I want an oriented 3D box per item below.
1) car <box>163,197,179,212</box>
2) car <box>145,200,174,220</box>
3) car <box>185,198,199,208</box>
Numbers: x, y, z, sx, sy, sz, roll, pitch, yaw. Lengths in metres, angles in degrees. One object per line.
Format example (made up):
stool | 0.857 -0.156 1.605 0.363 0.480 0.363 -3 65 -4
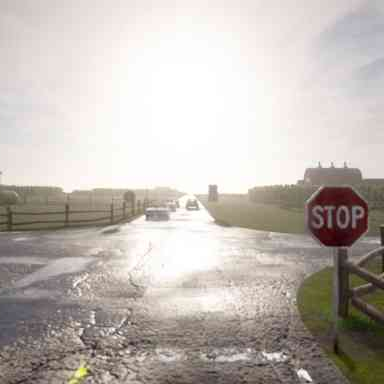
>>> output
car | -2.907 1.551 40.281 1.837 1.490 4.892 0 0 0
car | -2.889 1.631 28.726 1.895 1.301 4.718 0 0 0
car | 0.028 1.603 48.052 2.033 1.411 5.357 0 0 0
